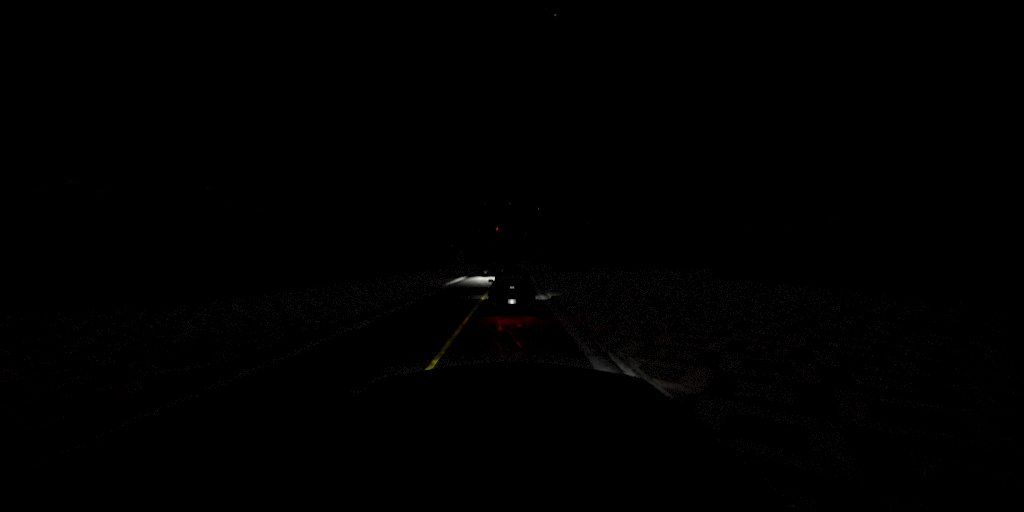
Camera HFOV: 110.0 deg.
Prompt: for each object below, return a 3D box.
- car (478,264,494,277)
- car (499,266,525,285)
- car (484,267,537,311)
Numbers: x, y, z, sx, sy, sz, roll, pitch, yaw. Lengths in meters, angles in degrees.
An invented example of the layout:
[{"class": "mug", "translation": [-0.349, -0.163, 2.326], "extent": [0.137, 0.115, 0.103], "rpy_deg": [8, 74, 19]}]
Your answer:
[{"class": "car", "translation": [-3.022, 1.669, 43.411], "extent": [2.128, 1.511, 4.902], "rpy_deg": [0, -1, 0]}, {"class": "car", "translation": [0.021, 1.608, 30.344], "extent": [1.994, 1.385, 4.181], "rpy_deg": [0, -1, 0]}, {"class": "car", "translation": [0.021, 1.398, 15.356], "extent": [1.837, 1.490, 4.892], "rpy_deg": [0, 0, 1]}]
